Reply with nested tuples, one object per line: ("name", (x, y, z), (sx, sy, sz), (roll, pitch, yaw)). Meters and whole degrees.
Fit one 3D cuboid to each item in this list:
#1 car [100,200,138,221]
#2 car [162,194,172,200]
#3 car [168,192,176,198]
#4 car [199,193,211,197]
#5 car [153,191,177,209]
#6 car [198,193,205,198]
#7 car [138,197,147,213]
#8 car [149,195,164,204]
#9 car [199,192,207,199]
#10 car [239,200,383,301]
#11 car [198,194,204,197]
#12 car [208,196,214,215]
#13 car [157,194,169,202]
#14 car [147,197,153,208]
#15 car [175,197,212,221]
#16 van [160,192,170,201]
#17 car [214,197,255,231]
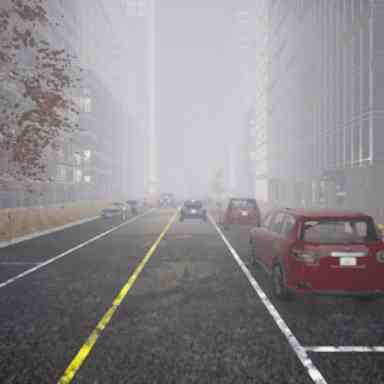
("car", (-5.689, 1.403, 25.223), (2.008, 1.369, 4.403), (0, 0, 0))
("car", (-5.693, 1.104, 76.453), (1.802, 1.307, 4.206), (0, 0, 0))
("car", (-5.694, 0.845, 93.527), (1.967, 1.590, 4.097), (0, 0, 0))
("car", (2.689, 1.202, 59.364), (1.947, 1.339, 4.313), (0, 0, 0))
("car", (-3.097, 0.974, 41.296), (2.150, 2.045, 5.566), (0, 0, 0))
("car", (2.686, 0.987, 93.514), (1.802, 1.307, 4.206), (0, 0, 0))
("car", (-5.689, 1.383, 30.915), (1.947, 1.339, 4.313), (0, 0, 0))
("car", (-5.691, 1.223, 53.684), (2.008, 1.369, 4.403), (0, 0, 0))
("car", (2.688, 0.924, 82.129), (1.967, 1.590, 4.097), (0, 0, 0))
("car", (2.694, 1.268, 8.134), (2.192, 1.841, 5.009), (0, 0, 0))
("car", (0.097, 1.318, 41.135), (1.994, 1.385, 4.181), (0, 0, 0))
("car", (2.691, 1.342, 31.073), (1.752, 1.417, 4.829), (0, 0, 0))
("car", (-5.692, 1.143, 65.068), (1.887, 1.381, 4.507), (0, 0, 0))
("car", (-5.690, 1.328, 42.298), (1.802, 1.307, 4.206), (0, 0, 0))
("car", (0.098, 1.356, 25.250), (2.163, 1.488, 4.792), (0, 0, 0))
("van", (-5.691, 0.901, 70.759), (1.690, 1.788, 3.998), (0, 0, 0))
("car", (2.694, 1.202, 19.518), (2.192, 1.841, 5.009), (0, 0, 0))
